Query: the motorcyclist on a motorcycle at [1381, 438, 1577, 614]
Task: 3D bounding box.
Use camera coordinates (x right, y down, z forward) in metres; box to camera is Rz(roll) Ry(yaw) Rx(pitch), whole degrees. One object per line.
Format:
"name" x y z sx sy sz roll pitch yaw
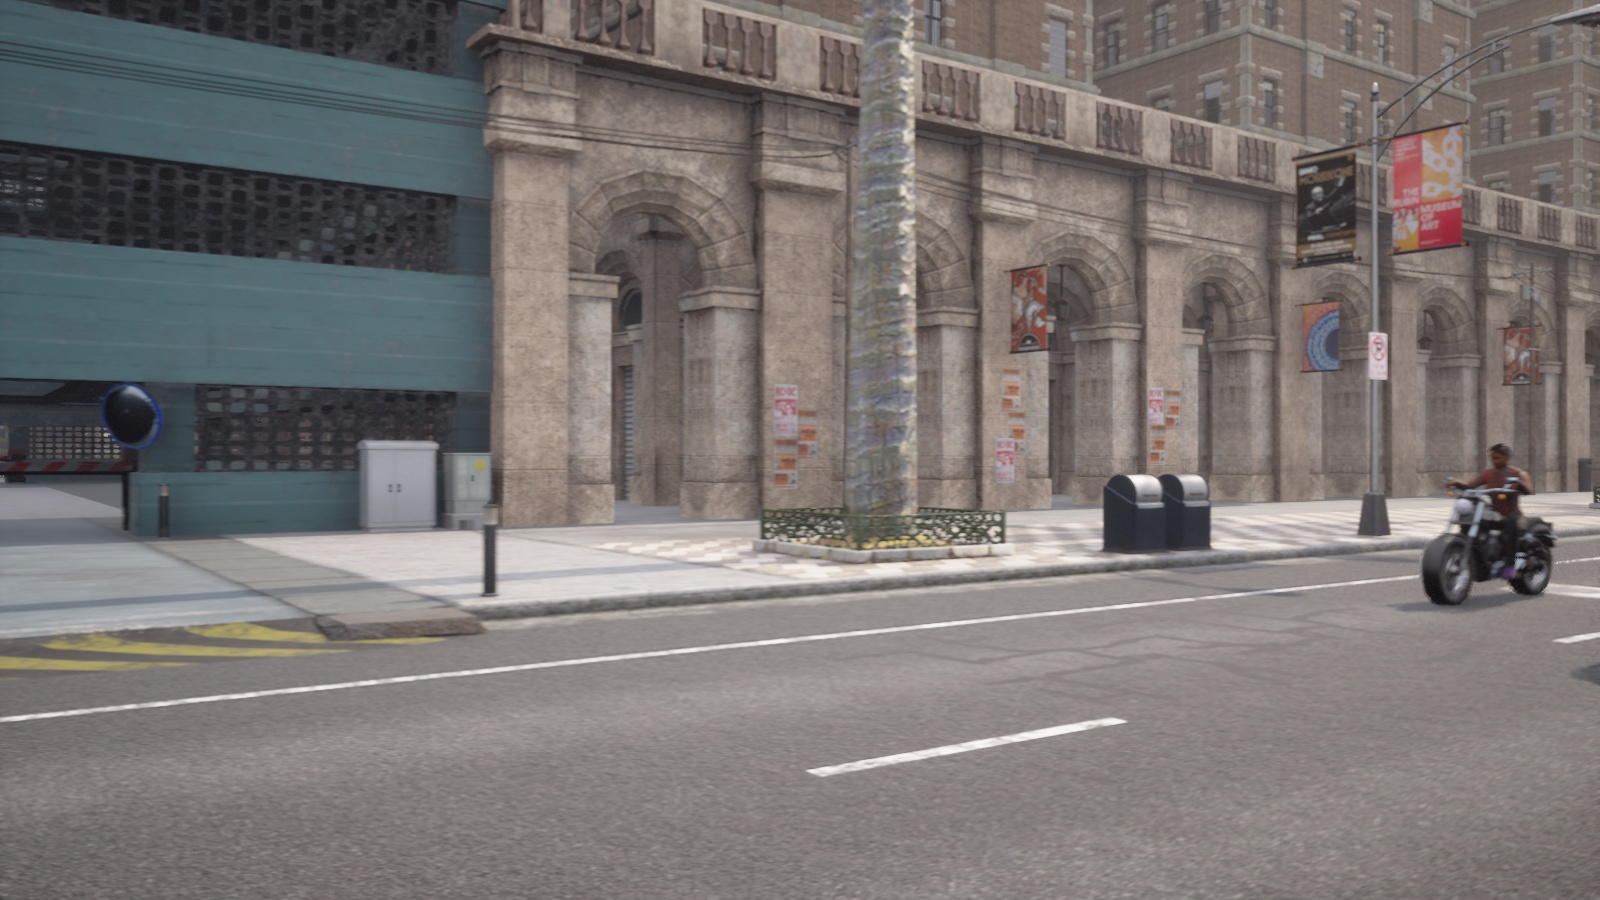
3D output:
"motorcyclist on a motorcycle" 6.921 0.712 12.743 2.350 1.649 0.766 0 0 -35

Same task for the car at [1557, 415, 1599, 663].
"car" 7.756 0.595 9.060 4.611 1.667 2.242 0 0 -35
